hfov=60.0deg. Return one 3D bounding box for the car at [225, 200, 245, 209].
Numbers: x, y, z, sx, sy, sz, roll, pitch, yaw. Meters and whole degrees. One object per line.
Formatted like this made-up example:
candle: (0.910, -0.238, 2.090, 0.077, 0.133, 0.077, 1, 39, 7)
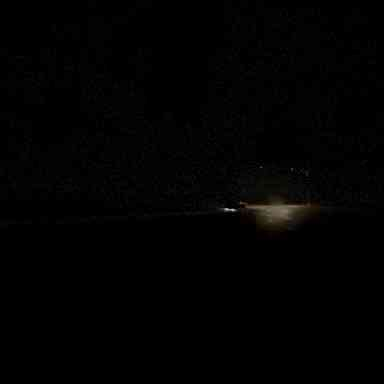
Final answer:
car: (7.147, 2.064, 54.813, 1.994, 1.385, 4.181, 0, -1, 36)
